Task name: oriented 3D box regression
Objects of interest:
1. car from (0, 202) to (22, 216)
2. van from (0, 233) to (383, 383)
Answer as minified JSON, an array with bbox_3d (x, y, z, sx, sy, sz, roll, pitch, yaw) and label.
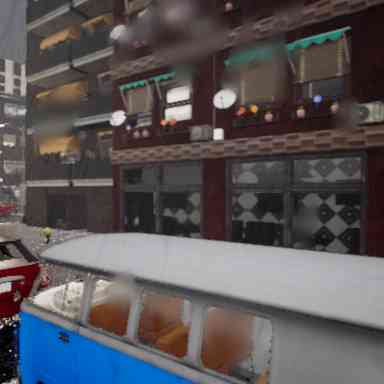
[{"bbox_3d":[-19.979,1.698,33.506,1.967,1.590,4.097,-1,-2,35],"label":"car"},{"bbox_3d":[0.158,1.339,2.757,3.998,1.788,1.690,0,0,35],"label":"van"}]
